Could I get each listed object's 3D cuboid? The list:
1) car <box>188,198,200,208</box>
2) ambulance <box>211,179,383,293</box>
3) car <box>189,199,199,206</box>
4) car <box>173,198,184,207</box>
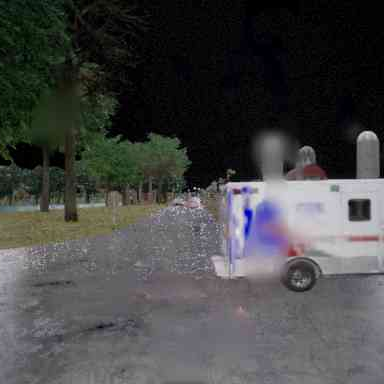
[{"bbox_3d":[0.292,1.804,55.452,1.882,1.535,5.008,0,-1,0],"label":"car"},{"bbox_3d":[3.672,0.951,8.194,6.366,2.431,2.351,-1,0,0],"label":"ambulance"},{"bbox_3d":[0.347,2.082,65.900,1.895,1.301,4.718,0,-1,0],"label":"car"},{"bbox_3d":[-2.434,1.868,60.053,1.882,1.535,5.008,0,-1,0],"label":"car"}]
